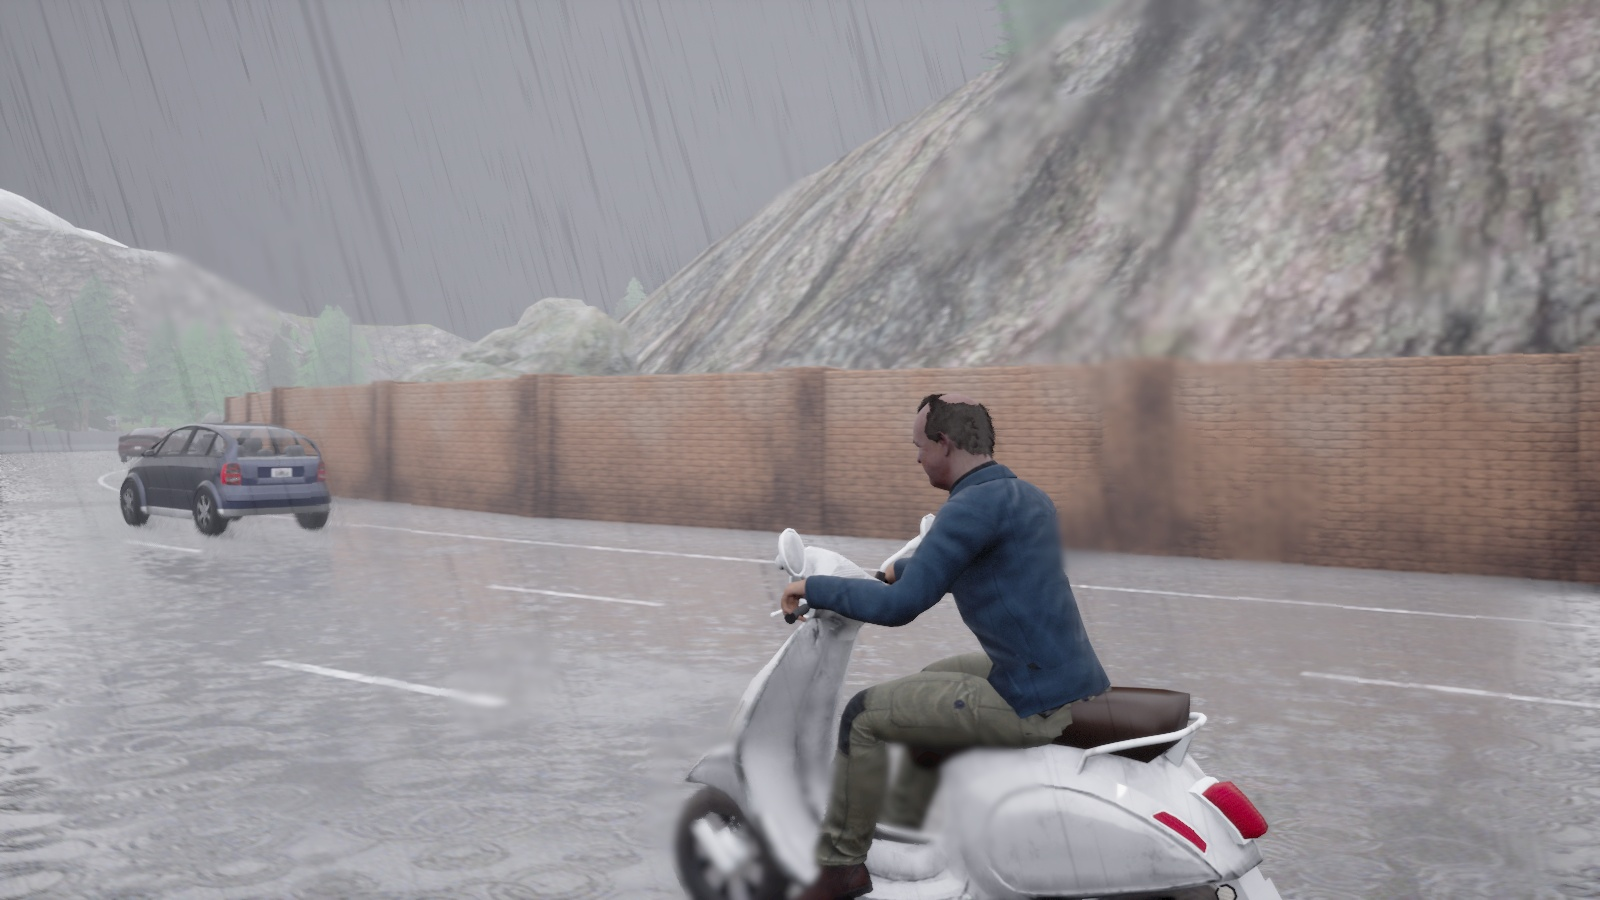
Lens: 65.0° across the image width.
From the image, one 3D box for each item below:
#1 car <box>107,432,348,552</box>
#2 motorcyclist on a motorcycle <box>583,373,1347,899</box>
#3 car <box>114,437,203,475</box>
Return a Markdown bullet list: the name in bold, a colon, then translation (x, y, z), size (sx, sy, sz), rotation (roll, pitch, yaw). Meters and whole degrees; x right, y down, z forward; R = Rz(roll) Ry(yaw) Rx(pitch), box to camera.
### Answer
- **car**: translation (-8.418, 0.537, 18.355), size (3.705, 1.549, 1.789), rotation (0, 1, 41)
- **motorcyclist on a motorcycle**: translation (0.401, 0.635, 3.356), size (1.817, 1.590, 0.866), rotation (0, 1, 34)
- **car**: translation (-27.469, 0.226, 53.943), size (1.882, 1.535, 5.008), rotation (-1, 1, -9)
